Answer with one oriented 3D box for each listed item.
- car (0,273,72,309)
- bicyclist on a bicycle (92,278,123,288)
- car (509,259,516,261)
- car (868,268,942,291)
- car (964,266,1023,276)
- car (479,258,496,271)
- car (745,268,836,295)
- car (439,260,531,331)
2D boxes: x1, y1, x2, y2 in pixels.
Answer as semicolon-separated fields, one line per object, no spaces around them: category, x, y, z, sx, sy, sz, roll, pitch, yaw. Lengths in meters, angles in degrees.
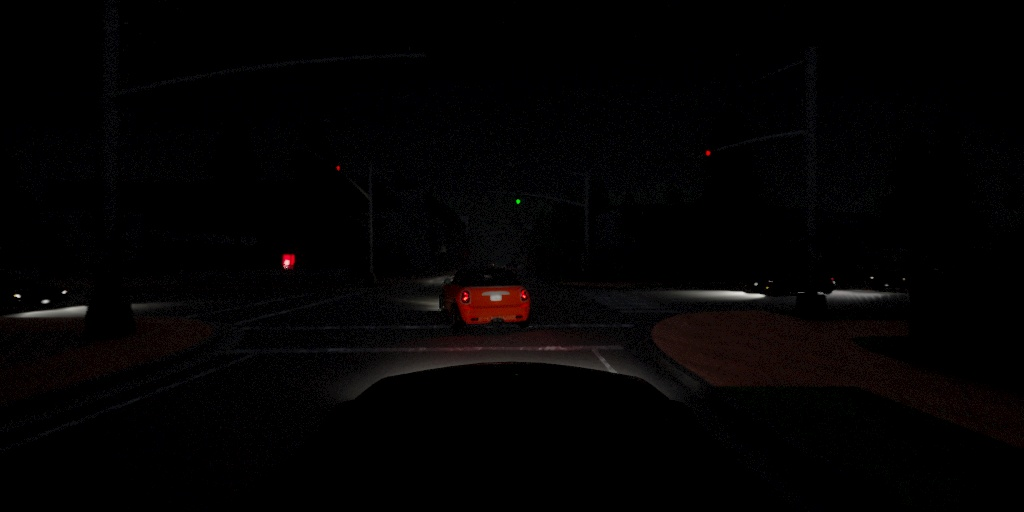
car;-20.341;1.339;13.534;5.357;1.411;2.033;0;0;-2
bicyclist on a bicycle;-23.554;1.108;20.924;0.582;1.620;1.656;0;0;-2
car;0.018;1.370;61.303;2.128;1.511;4.902;0;0;0
car;23.690;1.374;21.250;4.718;1.301;1.895;0;0;-16
car;32.925;1.382;24.664;4.718;1.301;1.895;0;0;-25
car;-3.549;1.213;53.161;2.097;1.767;4.553;0;0;0
car;15.073;1.334;19.532;4.181;1.385;1.994;0;0;-8
car;-1.028;1.122;11.422;2.097;1.767;4.553;0;0;-17
